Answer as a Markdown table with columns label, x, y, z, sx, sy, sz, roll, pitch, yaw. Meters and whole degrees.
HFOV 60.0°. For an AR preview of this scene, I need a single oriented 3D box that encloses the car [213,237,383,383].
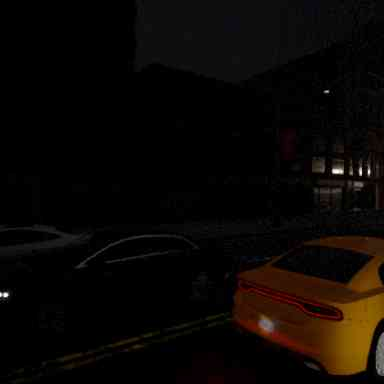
| label | x | y | z | sx | sy | sz | roll | pitch | yaw |
| --- | --- | --- | --- | --- | --- | --- | --- | --- | --- |
| car | 2.930 | 1.493 | 5.530 | 5.008 | 1.535 | 1.882 | 0 | 0 | -35 |

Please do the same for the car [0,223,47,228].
| label | x | y | z | sx | sy | sz | roll | pitch | yaw |
| --- | --- | --- | --- | --- | --- | --- | --- | --- | --- |
| car | -4.725 | 1.528 | 8.286 | 4.674 | 1.442 | 1.812 | 0 | 0 | -36 |

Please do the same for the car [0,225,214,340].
| label | x | y | z | sx | sy | sz | roll | pitch | yaw |
| --- | --- | --- | --- | --- | --- | --- | --- | --- | --- |
| car | -1.489 | 1.499 | 6.615 | 4.902 | 1.511 | 2.128 | 0 | 0 | -35 |
